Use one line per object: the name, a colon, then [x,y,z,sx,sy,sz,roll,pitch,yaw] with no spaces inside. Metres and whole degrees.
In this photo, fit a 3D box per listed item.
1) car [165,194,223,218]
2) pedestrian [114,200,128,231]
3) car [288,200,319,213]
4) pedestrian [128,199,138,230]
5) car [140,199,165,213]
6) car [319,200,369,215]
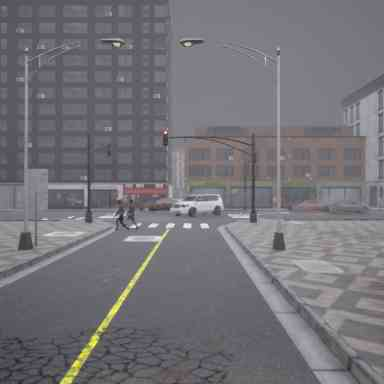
car: [0.556,1.213,30.833,5.566,2.045,2.150,0,-1,-44]
pedestrian: [-4.037,1.301,18.921,0.375,1.860,0.375,0,0,0]
car: [12.948,1.587,37.129,4.181,1.385,1.994,0,0,0]
pedestrian: [-3.553,1.301,19.602,0.375,1.860,0.375,0,0,0]
car: [-3.326,1.533,37.162,5.008,1.535,1.882,0,0,0]
car: [15.655,1.555,33.872,4.181,1.385,1.994,0,0,0]
